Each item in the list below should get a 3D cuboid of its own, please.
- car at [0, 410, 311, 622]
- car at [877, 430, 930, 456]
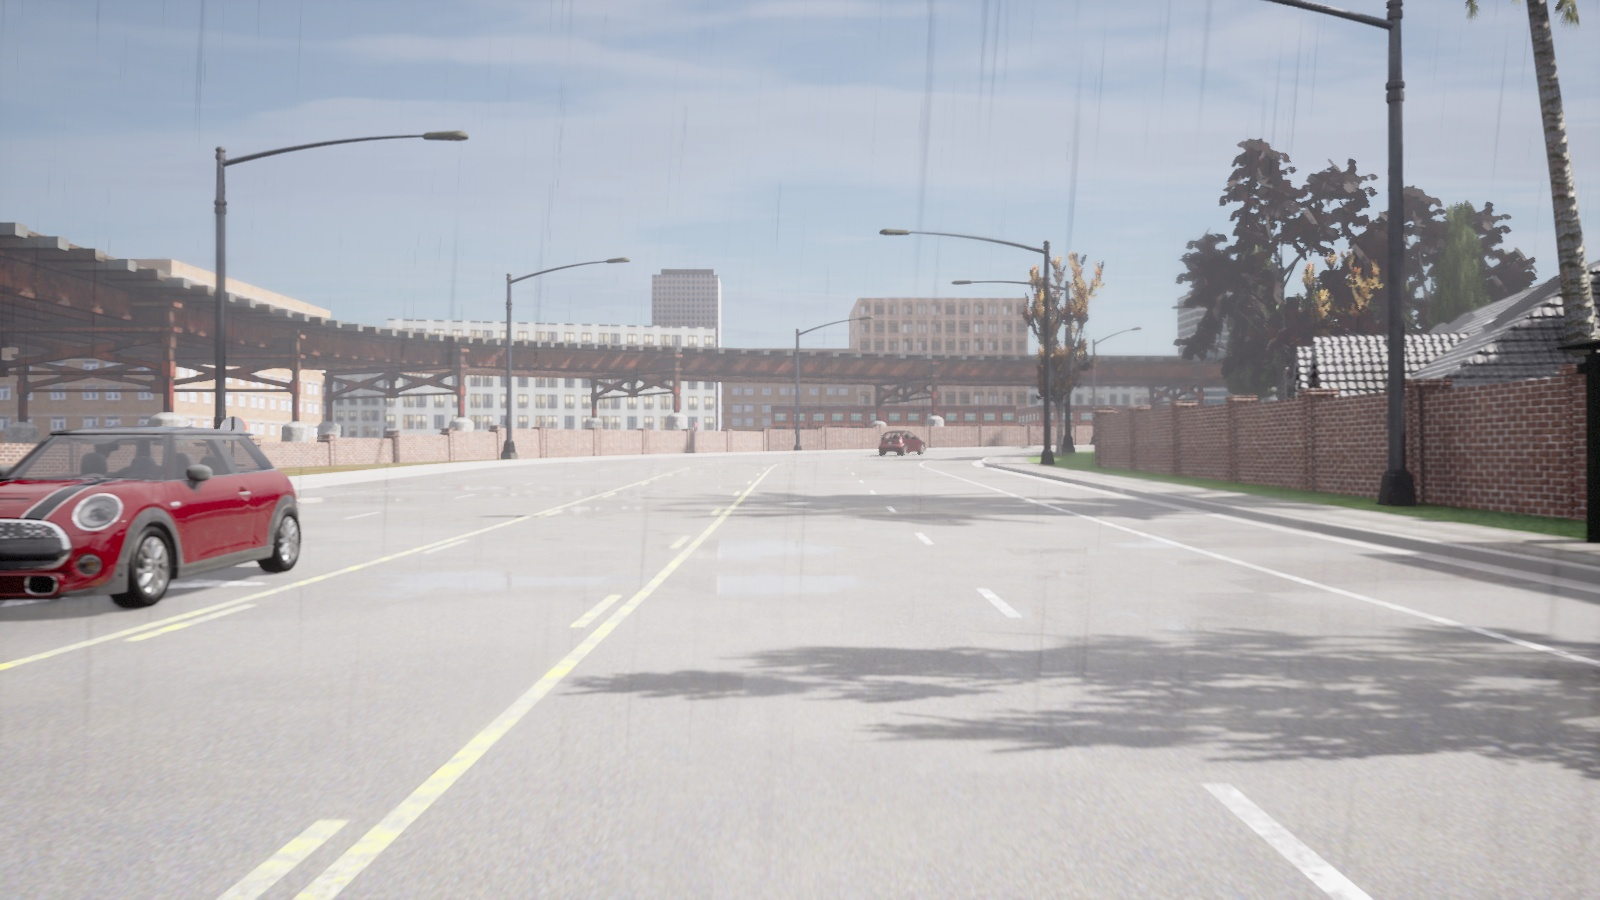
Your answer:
[{"bbox_3d":[-6.913,0.530,12.741,2.097,1.767,4.553,0,0,0],"label":"car"},{"bbox_3d":[6.686,-0.467,80.735,1.851,1.617,3.988,0,1,29],"label":"car"}]
